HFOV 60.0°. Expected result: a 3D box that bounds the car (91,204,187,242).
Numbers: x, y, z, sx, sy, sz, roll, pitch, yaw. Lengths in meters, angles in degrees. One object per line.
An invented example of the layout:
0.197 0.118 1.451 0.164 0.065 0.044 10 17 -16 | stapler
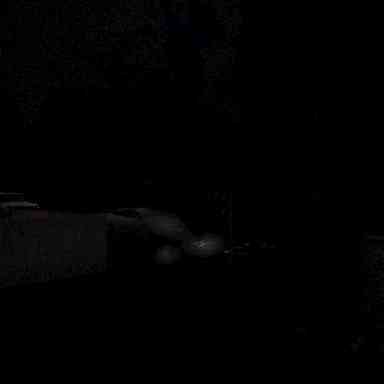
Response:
-2.453 1.478 16.208 4.674 1.442 1.812 1 0 32 | car

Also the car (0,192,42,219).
-12.547 1.015 22.437 5.566 2.045 2.150 1 0 32 | car

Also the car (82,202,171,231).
-4.135 1.449 20.775 5.357 1.411 2.033 1 0 28 | car
